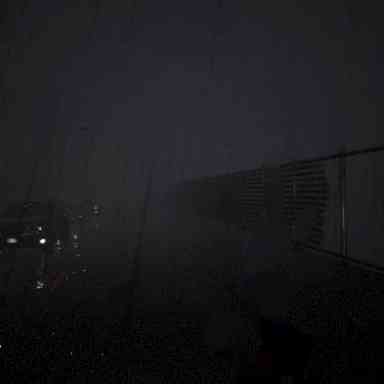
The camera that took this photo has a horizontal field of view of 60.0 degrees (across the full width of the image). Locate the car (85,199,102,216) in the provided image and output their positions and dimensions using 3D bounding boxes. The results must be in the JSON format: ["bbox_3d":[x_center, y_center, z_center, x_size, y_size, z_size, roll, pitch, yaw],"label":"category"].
[{"bbox_3d":[-10.397,1.510,33.806,2.097,1.767,4.553,-1,0,-10],"label":"car"}]

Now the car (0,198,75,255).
[{"bbox_3d":[-6.697,1.339,14.177,2.150,2.045,5.566,-1,0,-11],"label":"car"}]

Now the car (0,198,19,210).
[{"bbox_3d":[-26.109,1.616,45.719,3.633,1.501,1.845,-1,0,-11],"label":"car"}]

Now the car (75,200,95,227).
[{"bbox_3d":[-8.541,1.630,23.935,2.128,1.511,4.902,-1,0,-11],"label":"car"}]
